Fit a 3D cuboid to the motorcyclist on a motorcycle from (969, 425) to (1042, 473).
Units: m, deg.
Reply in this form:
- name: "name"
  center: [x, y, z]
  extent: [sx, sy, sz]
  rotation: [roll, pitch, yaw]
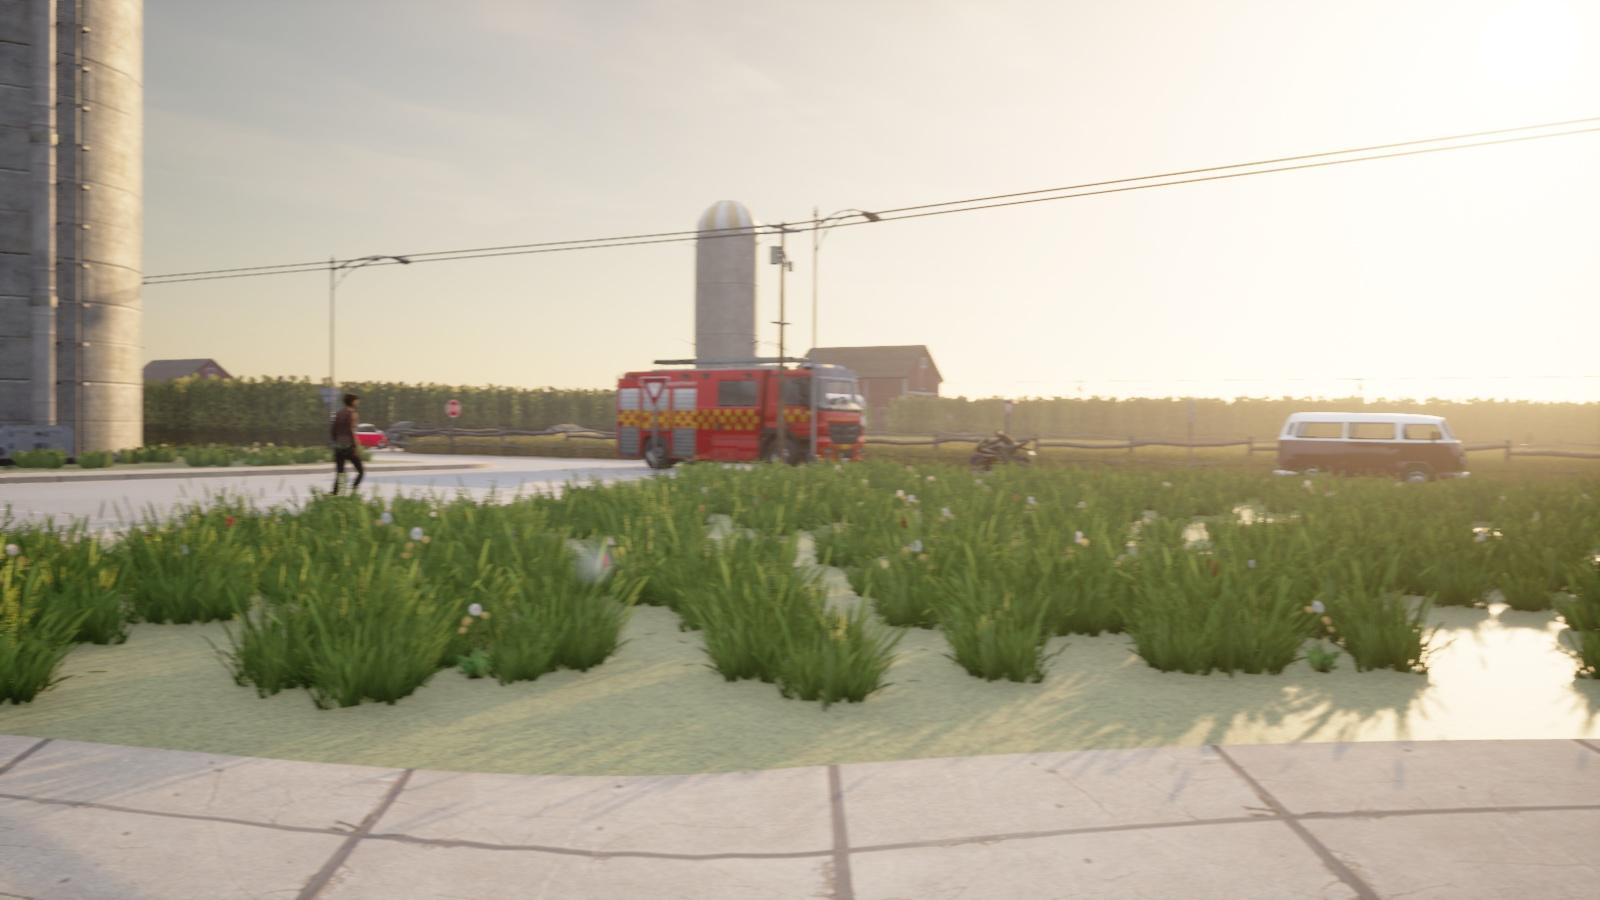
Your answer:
- name: "motorcyclist on a motorcycle"
  center: [6.777, -0.033, 41.440]
  extent: [2.191, 1.530, 0.866]
  rotation: [0, 1, 31]

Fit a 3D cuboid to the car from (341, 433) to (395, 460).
- name: "car"
  center: [-22.774, -0.186, 66.216]
  extent: [1.481, 1.376, 2.207]
  rotation: [0, 2, 36]

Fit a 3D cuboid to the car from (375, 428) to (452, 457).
- name: "car"
  center: [-22.282, -0.469, 72.494]
  extent: [1.851, 1.617, 3.988]
  rotation: [0, 1, 32]

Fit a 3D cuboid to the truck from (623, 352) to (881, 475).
- name: "truck"
  center: [-1.722, -1.166, 42.493]
  extent: [8.468, 3.827, 2.891]
  rotation: [0, 1, 31]

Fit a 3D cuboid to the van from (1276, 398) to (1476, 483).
- name: "van"
  center: [14.853, -0.254, 32.436]
  extent: [4.480, 2.038, 2.069]
  rotation: [0, 1, 31]

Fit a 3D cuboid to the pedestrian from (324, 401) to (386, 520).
- name: "pedestrian"
  center: [-6.876, 0.149, 19.439]
  extent: [0.328, 1.805, 0.869]
  rotation: [0, 1, 30]

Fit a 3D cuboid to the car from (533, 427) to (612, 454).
- name: "car"
  center: [-14.346, -0.647, 79.506]
  extent: [1.801, 1.575, 5.366]
  rotation: [0, 2, 32]
